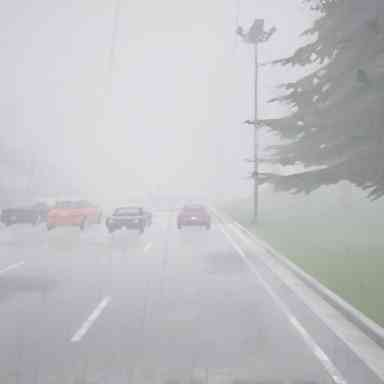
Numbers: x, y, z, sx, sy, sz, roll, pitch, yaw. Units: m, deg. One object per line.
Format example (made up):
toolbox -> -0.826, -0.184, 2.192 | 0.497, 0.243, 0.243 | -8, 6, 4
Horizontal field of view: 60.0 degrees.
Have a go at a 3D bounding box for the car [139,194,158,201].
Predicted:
car -> -9.115, 1.116, 70.660 | 2.033, 1.411, 5.357 | 0, 0, 17

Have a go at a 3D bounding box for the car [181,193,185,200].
car -> -2.125, 0.983, 69.792 | 2.033, 1.411, 5.357 | 0, 0, 17

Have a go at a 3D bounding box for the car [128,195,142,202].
car -> -10.449, 1.203, 60.994 | 1.994, 1.385, 4.181 | 0, 0, 2

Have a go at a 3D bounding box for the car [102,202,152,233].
car -> -3.395, 1.489, 18.826 | 1.895, 1.301, 4.718 | 0, 0, 0

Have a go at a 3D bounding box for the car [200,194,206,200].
car -> 1.501, 1.092, 69.771 | 1.994, 1.385, 4.181 | 0, 0, 17

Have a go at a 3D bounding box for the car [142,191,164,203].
car -> -6.960, 0.864, 60.281 | 2.150, 2.045, 5.566 | 0, 0, 2

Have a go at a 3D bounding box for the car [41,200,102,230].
car -> -6.895, 1.232, 20.080 | 2.097, 1.767, 4.553 | 0, 0, 0

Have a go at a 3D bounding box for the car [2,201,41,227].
car -> -10.393, 1.347, 21.919 | 1.882, 1.535, 5.008 | 0, 0, 0

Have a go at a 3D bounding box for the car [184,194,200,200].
car -> 0.034, 1.246, 59.906 | 1.895, 1.301, 4.718 | 0, 0, 2

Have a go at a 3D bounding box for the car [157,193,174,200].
car -> -5.528, 0.912, 70.610 | 1.882, 1.535, 5.008 | 0, 0, 17

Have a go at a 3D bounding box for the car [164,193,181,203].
car -> -3.467, 1.171, 59.912 | 1.812, 1.442, 4.674 | 0, 0, 2

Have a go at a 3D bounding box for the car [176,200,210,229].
car -> 0.105, 1.440, 20.854 | 1.994, 1.385, 4.181 | 0, 0, 0
